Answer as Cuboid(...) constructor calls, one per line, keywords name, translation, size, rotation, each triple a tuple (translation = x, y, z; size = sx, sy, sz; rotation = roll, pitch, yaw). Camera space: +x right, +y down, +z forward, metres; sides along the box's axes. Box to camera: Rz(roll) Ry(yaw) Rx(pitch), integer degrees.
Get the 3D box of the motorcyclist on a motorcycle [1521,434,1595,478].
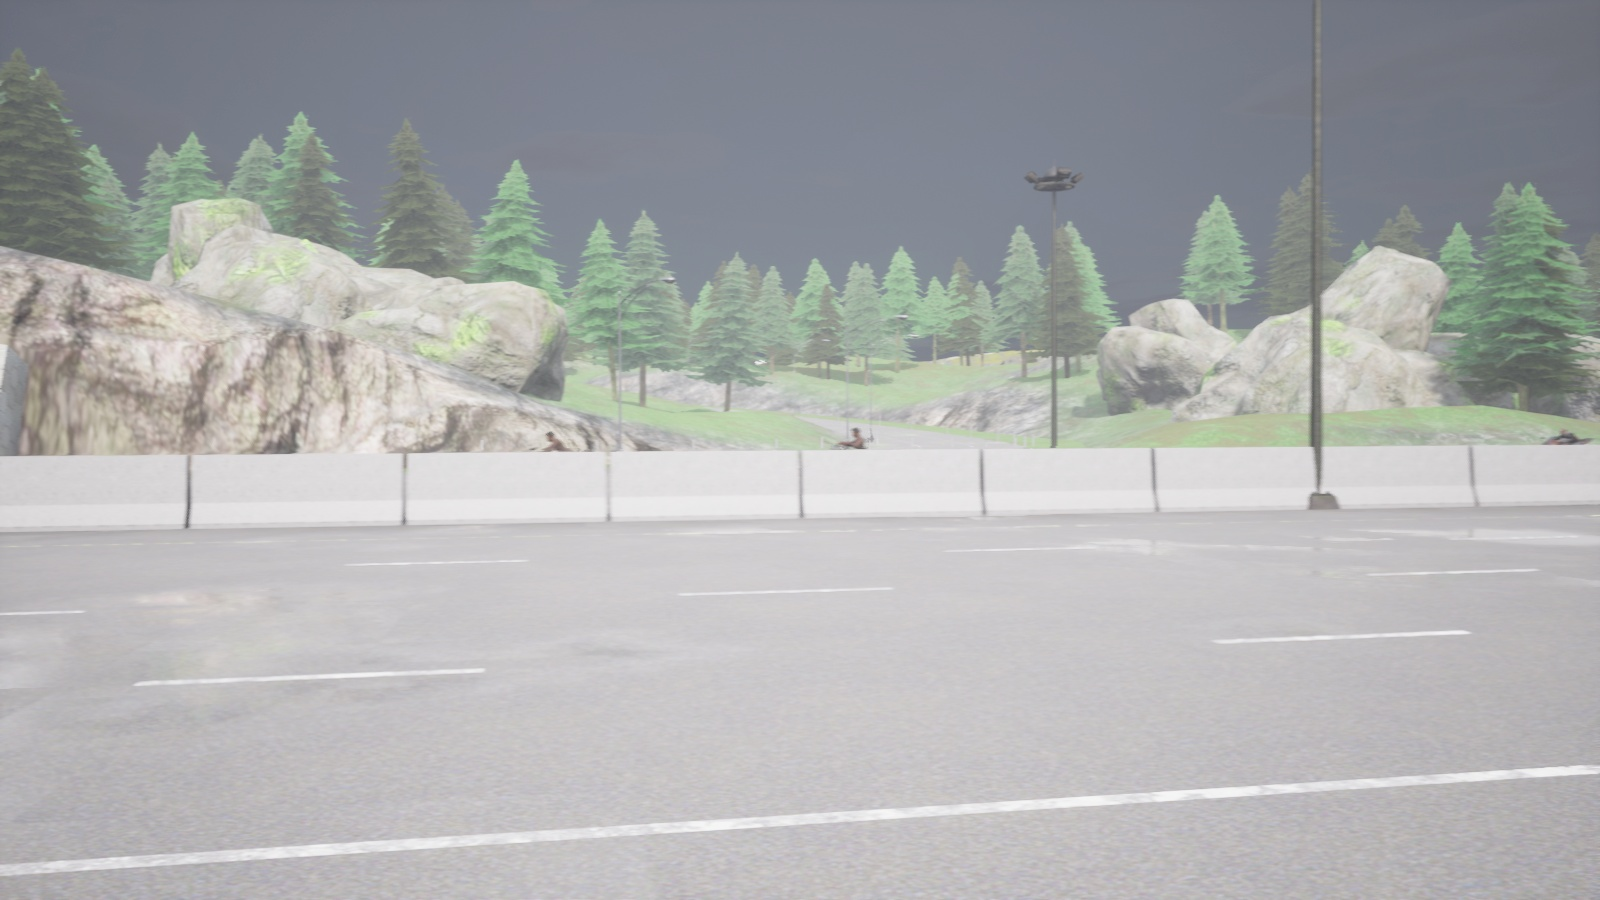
Cuboid(name="motorcyclist on a motorcycle", translation=(26.590, 0.211, 44.047), size=(2.191, 1.530, 0.866), rotation=(0, 1, -11))
